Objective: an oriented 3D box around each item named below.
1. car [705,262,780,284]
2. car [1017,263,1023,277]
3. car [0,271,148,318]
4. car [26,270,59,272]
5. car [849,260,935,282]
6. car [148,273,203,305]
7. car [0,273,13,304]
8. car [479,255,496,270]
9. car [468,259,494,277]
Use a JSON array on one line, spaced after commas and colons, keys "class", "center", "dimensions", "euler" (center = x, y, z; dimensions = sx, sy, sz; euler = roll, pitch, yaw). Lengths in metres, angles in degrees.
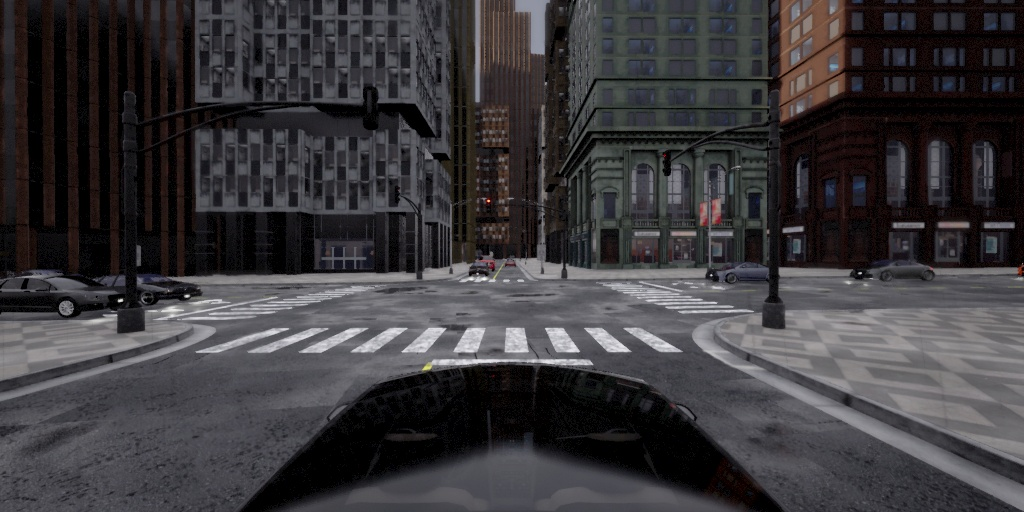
[{"class": "car", "center": [15.195, 1.067, 23.747], "dimensions": [4.181, 1.385, 1.994], "euler": [-1, 0, 0]}, {"class": "car", "center": [36.890, 0.579, 23.788], "dimensions": [4.553, 1.767, 2.097], "euler": [-1, 0, 0]}, {"class": "car", "center": [-17.418, 1.493, 13.711], "dimensions": [4.892, 1.490, 1.837], "euler": [-1, 0, 0]}, {"class": "car", "center": [-31.133, 1.648, 23.628], "dimensions": [4.674, 1.442, 1.812], "euler": [-1, 0, 0]}, {"class": "car", "center": [25.099, 0.940, 23.763], "dimensions": [4.181, 1.385, 1.994], "euler": [-1, 0, 1]}, {"class": "car", "center": [-17.860, 1.525, 17.017], "dimensions": [5.357, 1.411, 2.033], "euler": [-1, 0, 5]}, {"class": "car", "center": [-27.346, 1.610, 16.938], "dimensions": [4.892, 1.490, 1.837], "euler": [-1, 0, 0]}, {"class": "car", "center": [-3.322, 0.937, 46.863], "dimensions": [2.150, 2.045, 5.566], "euler": [0, 0, -1]}, {"class": "car", "center": [-3.229, 1.279, 36.183], "dimensions": [2.033, 1.411, 5.357], "euler": [0, 0, 0]}]
